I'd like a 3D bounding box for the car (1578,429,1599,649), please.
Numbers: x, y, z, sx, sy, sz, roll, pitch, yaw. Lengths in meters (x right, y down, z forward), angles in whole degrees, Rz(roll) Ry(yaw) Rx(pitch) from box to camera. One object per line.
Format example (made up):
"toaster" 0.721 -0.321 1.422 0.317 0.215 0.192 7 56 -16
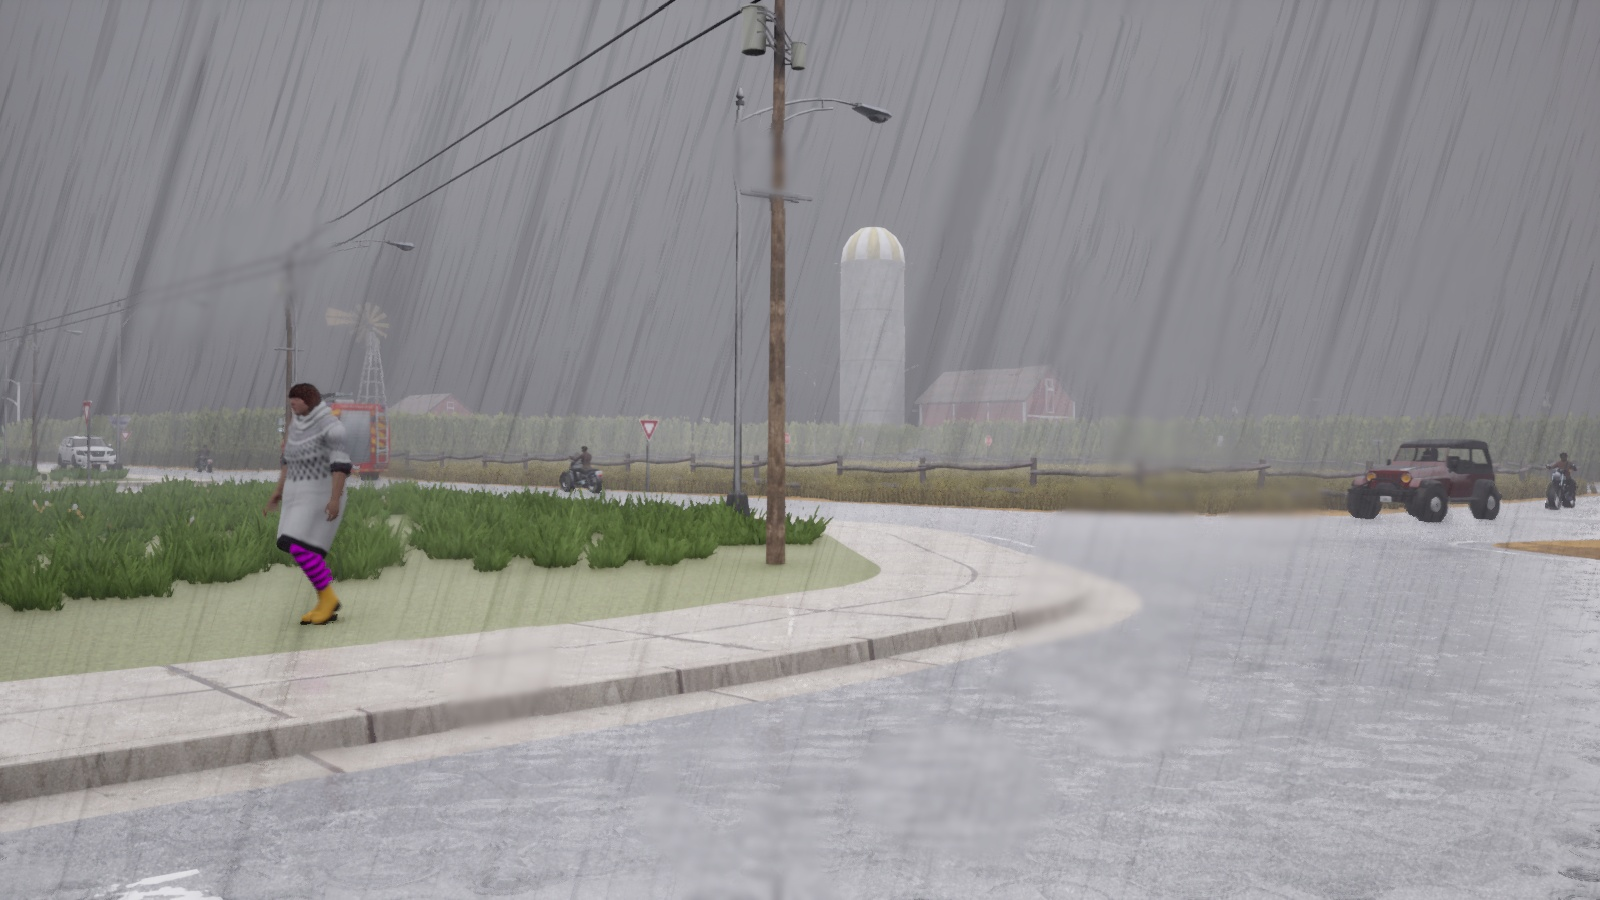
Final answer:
"car" 7.057 0.634 6.711 1.801 1.575 5.366 0 0 -10

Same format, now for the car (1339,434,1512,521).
"car" 14.518 0.605 29.088 3.866 1.878 1.905 0 0 -34

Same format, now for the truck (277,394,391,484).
"truck" -21.474 -0.460 57.494 2.891 3.827 8.468 0 0 -35

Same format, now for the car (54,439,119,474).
"car" -42.894 0.363 75.433 2.150 2.045 5.566 0 0 -43

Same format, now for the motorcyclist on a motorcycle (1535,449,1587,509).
"motorcyclist on a motorcycle" 21.574 0.785 35.561 0.766 1.649 2.350 0 0 44

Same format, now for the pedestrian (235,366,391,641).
"pedestrian" -3.661 0.381 9.460 0.659 1.952 0.873 0 0 38

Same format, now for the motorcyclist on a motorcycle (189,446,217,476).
"motorcyclist on a motorcycle" -33.488 0.622 70.450 0.766 1.649 2.350 0 0 -43

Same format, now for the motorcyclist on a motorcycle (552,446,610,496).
"motorcyclist on a motorcycle" -7.413 0.694 42.392 0.766 1.649 2.350 0 0 -43
